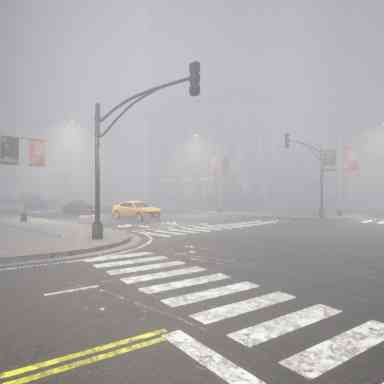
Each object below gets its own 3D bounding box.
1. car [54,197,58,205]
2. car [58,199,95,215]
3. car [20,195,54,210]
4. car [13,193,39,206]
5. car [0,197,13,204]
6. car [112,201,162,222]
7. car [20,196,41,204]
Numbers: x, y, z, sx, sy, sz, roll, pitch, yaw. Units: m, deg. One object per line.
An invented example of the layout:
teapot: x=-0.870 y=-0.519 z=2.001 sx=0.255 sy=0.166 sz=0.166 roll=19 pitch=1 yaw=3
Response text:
car: x=-23.142 y=1.546 z=54.900 sx=4.181 sy=1.385 sz=1.994 roll=0 pitch=0 yaw=44
car: x=-11.464 y=1.549 z=33.703 sx=1.994 sy=1.385 sz=4.181 roll=0 pitch=0 yaw=-45
car: x=-19.565 y=1.483 z=41.837 sx=1.837 sy=1.490 sz=4.892 roll=0 pitch=0 yaw=-45
car: x=-26.167 y=1.198 z=53.320 sx=5.566 sy=2.045 sz=2.150 roll=0 pitch=0 yaw=45
car: x=-33.750 y=1.532 z=60.913 sx=1.994 sy=1.385 sz=4.181 roll=0 pitch=0 yaw=-45
car: x=-4.454 y=1.467 z=26.678 sx=1.882 sy=1.535 sz=5.008 roll=0 pitch=0 yaw=-45
car: x=-30.096 y=1.452 z=61.853 sx=1.882 sy=1.535 sz=5.008 roll=0 pitch=0 yaw=-45
